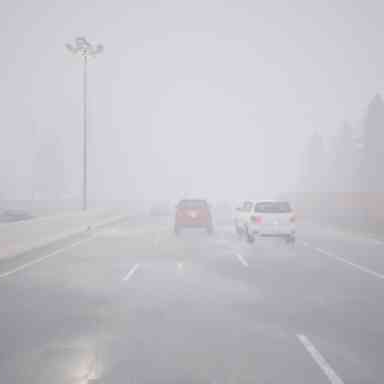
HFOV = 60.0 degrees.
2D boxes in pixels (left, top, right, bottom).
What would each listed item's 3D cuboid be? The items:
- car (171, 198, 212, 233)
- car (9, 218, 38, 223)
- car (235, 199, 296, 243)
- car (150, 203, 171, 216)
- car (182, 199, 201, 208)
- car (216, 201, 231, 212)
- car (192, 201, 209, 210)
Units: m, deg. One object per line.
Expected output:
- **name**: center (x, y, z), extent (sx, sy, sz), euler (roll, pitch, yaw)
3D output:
- **car**: center (0.068, 1.406, 20.966), extent (2.150, 2.045, 5.566), euler (0, 0, 0)
- **car**: center (-10.545, 1.722, 19.170), extent (1.994, 1.385, 4.181), euler (0, -1, 0)
- **car**: center (3.575, 1.376, 16.987), extent (2.150, 2.045, 5.566), euler (0, 0, 0)
- **car**: center (-3.338, 1.879, 36.340), extent (1.994, 1.385, 4.181), euler (0, 0, 2)
- **car**: center (-0.069, 1.998, 57.746), extent (2.128, 1.511, 4.902), euler (0, 0, 15)
- **car**: center (4.279, 1.964, 45.116), extent (1.994, 1.385, 4.181), euler (0, -1, 7)
- **car**: center (1.426, 2.051, 51.235), extent (1.895, 1.301, 4.718), euler (0, -1, 11)
